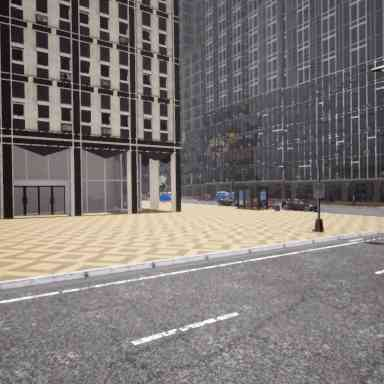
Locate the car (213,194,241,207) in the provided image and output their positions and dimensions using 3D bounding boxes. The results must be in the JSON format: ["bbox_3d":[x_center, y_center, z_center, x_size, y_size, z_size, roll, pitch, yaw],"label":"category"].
[{"bbox_3d":[5.280,1.319,45.175,1.947,1.339,4.313,0,1,-34],"label":"car"}]

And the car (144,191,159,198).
[{"bbox_3d":[-10.162,0.685,82.794,1.967,1.590,4.097,0,1,-34],"label":"car"}]

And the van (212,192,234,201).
[{"bbox_3d":[5.846,0.855,59.312,1.690,1.788,3.998,0,1,-34],"label":"van"}]

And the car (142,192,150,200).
[{"bbox_3d":[-10.683,1.039,68.684,2.008,1.369,4.403,0,1,-34],"label":"car"}]

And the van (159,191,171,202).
[{"bbox_3d":[-4.279,0.937,59.290,1.690,1.788,3.998,0,1,-34],"label":"van"}]

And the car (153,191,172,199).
[{"bbox_3d":[-6.960,0.614,78.097,2.192,1.841,5.009,0,1,-34],"label":"car"}]

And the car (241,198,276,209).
[{"bbox_3d":[8.433,1.388,40.447,1.802,1.307,4.206,0,1,-34],"label":"car"}]

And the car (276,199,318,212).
[{"bbox_3d":[11.621,1.423,35.739,1.947,1.339,4.313,0,1,-34],"label":"car"}]

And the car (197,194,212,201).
[{"bbox_3d":[2.645,1.043,64.011,1.802,1.307,4.206,0,1,-34],"label":"car"}]
